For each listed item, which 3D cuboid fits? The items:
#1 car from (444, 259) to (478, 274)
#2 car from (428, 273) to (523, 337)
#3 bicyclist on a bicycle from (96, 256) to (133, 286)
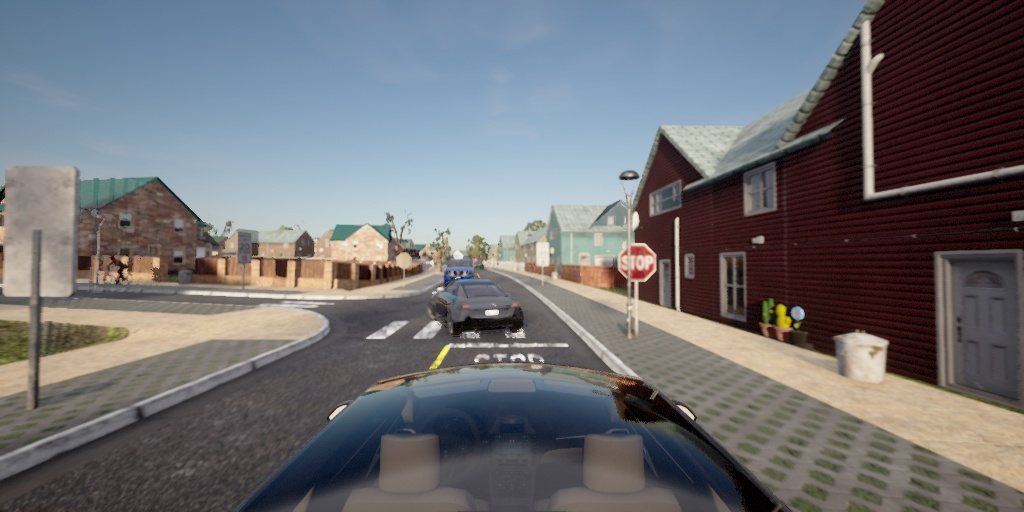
[{"bbox_3d":[-3.980,1.219,27.768,2.150,2.045,5.566,0,-1,-5],"label":"car"},{"bbox_3d":[-1.234,1.402,10.841,1.994,1.385,4.181,0,-1,-21],"label":"car"},{"bbox_3d":[-21.663,0.811,19.579,0.582,1.620,1.656,1,-1,9],"label":"bicyclist on a bicycle"}]
